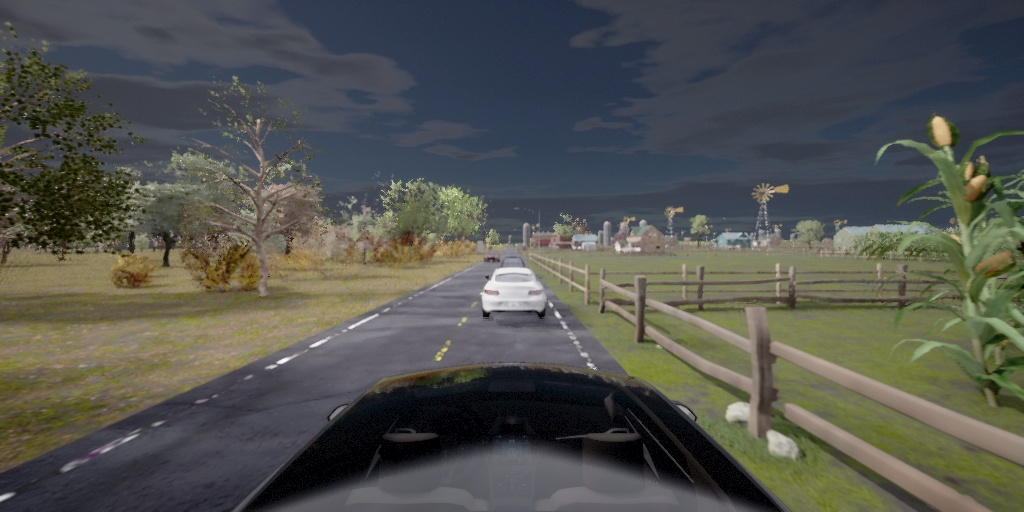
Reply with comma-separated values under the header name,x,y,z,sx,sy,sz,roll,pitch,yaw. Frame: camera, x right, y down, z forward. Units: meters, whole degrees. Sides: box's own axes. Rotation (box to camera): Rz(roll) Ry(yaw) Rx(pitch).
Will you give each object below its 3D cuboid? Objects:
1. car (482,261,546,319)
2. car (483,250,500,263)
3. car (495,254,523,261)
name,x,y,z,sx,sy,sz,roll,pitch,yaw
car,0.062,1.052,11.639,1.812,1.442,4.674,0,1,0
car,-2.758,-0.012,49.548,2.097,1.767,4.553,0,2,0
car,0.075,0.742,26.182,2.033,1.411,5.357,0,1,0
